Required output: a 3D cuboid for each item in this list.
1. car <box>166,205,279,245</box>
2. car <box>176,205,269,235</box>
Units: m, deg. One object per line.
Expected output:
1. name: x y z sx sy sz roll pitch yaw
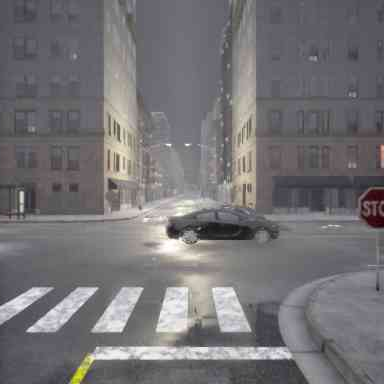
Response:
1. car: 1.335 1.475 14.917 5.008 1.535 1.882 0 0 0
2. car: 1.605 1.498 18.369 4.892 1.490 1.837 0 0 0
